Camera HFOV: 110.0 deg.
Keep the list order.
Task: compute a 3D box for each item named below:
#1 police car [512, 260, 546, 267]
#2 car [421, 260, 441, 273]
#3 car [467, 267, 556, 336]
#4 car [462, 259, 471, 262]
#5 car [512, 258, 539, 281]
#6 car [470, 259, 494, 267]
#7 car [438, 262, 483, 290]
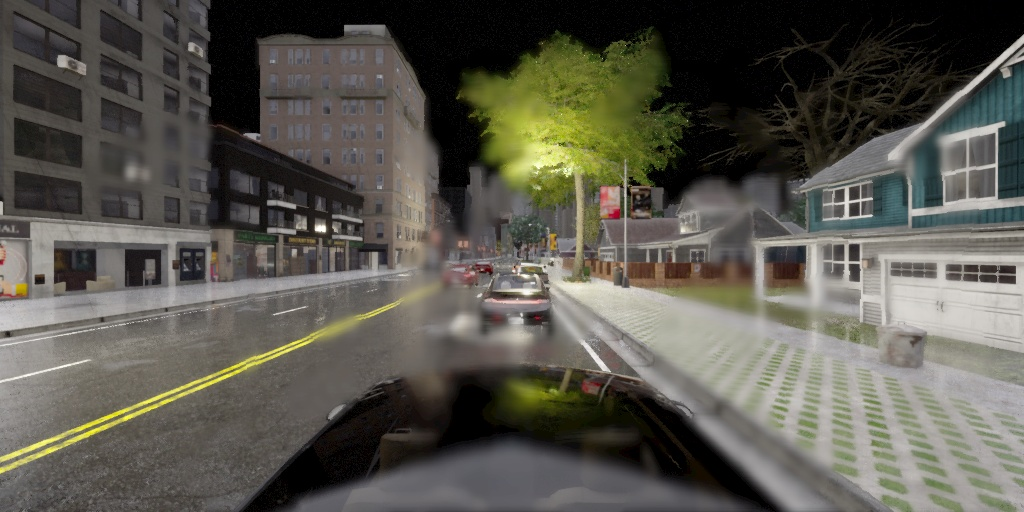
[{"bbox_3d":[1.052,1.165,20.618,1.930,1.638,5.238,0,0,0],"label":"police car"},{"bbox_3d":[-9.678,1.195,43.676,1.882,1.535,5.008,0,0,0],"label":"car"},{"bbox_3d":[0.134,1.239,10.369,2.128,1.511,4.902,0,0,0],"label":"car"},{"bbox_3d":[-6.387,1.216,51.932,1.837,1.490,4.892,0,0,0],"label":"car"},{"bbox_3d":[1.093,1.081,30.478,2.097,1.767,4.553,0,0,0],"label":"car"},{"bbox_3d":[-2.998,1.200,38.446,1.882,1.535,5.008,0,0,0],"label":"car"},{"bbox_3d":[-3.067,1.264,22.174,1.812,1.442,4.674,0,0,0],"label":"car"}]
